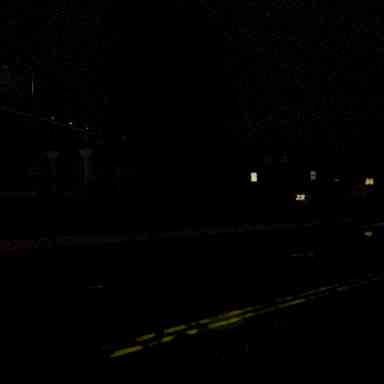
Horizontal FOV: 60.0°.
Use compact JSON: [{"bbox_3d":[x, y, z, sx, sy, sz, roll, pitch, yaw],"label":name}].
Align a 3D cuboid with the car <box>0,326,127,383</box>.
[{"bbox_3d":[-2.557,1.589,1.613,4.718,1.301,1.895,1,0,-36],"label":"car"}]
